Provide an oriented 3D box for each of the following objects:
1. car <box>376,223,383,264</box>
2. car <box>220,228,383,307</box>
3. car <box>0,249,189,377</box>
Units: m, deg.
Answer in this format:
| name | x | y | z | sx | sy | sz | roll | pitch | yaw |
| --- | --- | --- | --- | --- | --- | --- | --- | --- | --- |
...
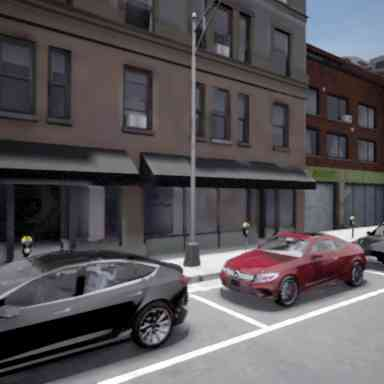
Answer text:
| name | x | y | z | sx | sy | sz | roll | pitch | yaw |
| --- | --- | --- | --- | --- | --- | --- | --- | --- | --- |
| car | 7.220 | 1.681 | 11.333 | 4.313 | 1.339 | 1.947 | 1 | 0 | -35 |
| car | 2.592 | 1.644 | 8.035 | 4.206 | 1.307 | 1.802 | 1 | 0 | -35 |
| car | -2.034 | 1.575 | 4.737 | 4.313 | 1.339 | 1.947 | 1 | 0 | -35 |
